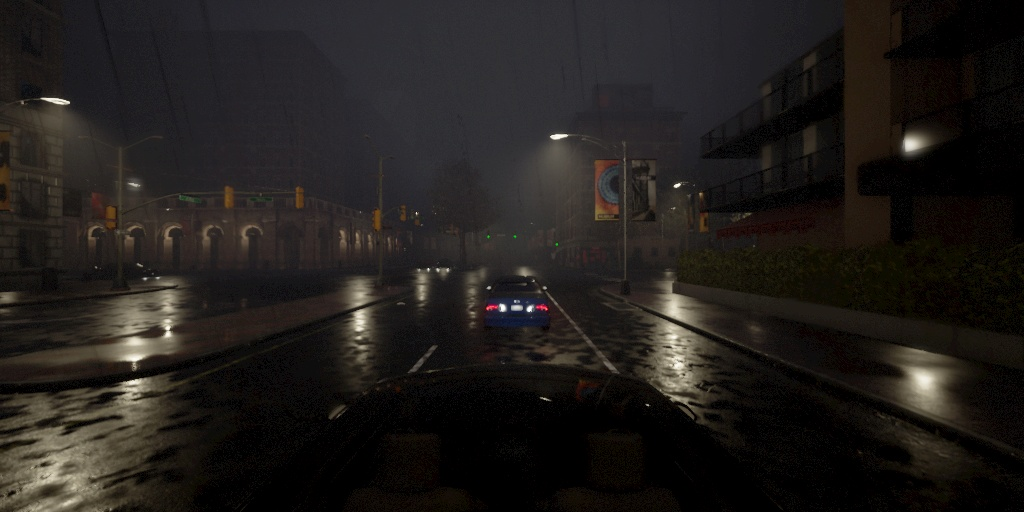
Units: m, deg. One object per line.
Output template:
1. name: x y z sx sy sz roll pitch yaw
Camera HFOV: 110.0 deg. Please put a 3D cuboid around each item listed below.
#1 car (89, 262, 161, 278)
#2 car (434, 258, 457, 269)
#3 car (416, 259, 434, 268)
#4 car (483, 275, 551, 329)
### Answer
1. car: -37.198 1.330 34.476 5.357 1.411 2.033 0 0 0
2. car: -11.073 1.161 59.611 2.097 1.767 4.553 0 0 1
3. car: -14.540 1.289 61.679 1.882 1.535 5.008 0 0 1
4. car: 0.150 1.307 11.209 2.033 1.411 5.357 0 0 1
